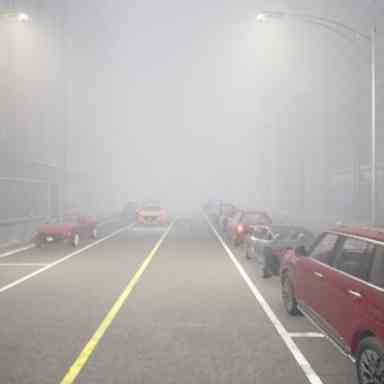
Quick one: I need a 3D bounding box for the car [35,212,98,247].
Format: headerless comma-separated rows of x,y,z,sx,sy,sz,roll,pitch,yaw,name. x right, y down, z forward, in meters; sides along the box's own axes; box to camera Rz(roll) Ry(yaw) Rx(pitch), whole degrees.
-5.808,1.698,15.817,1.887,1.381,4.507,0,-1,0,car

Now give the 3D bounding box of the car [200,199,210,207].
2.571,2.148,66.437,1.752,1.417,4.829,0,-1,0,car

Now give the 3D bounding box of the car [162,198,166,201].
-5.921,2.066,55.031,1.887,1.381,4.507,0,-1,0,car

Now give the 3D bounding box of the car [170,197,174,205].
-5.986,2.173,77.439,1.967,1.590,4.097,0,-1,0,car

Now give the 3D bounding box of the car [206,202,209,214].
2.669,1.886,32.657,1.802,1.307,4.206,0,-1,0,car

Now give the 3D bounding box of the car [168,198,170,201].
-5.953,2.151,66.064,1.752,1.417,4.829,0,-1,0,car

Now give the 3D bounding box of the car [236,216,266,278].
2.734,1.660,10.252,1.947,1.339,4.313,0,-1,0,car

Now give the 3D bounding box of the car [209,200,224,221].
2.685,1.692,27.057,1.967,1.590,4.097,0,-1,0,car

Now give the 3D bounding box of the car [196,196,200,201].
2.524,2.324,83.071,1.887,1.381,4.507,0,-1,0,car

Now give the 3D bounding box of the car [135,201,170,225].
-3.074,1.732,26.790,1.882,1.535,5.008,0,-1,0,car

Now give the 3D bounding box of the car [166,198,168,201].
-5.937,2.119,60.632,1.887,1.381,4.507,0,-1,0,car

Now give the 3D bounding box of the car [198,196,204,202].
2.588,2.008,60.666,1.967,1.590,4.097,0,-1,0,car

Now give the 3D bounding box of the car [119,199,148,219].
-5.857,1.751,32.624,1.967,1.590,4.097,0,-1,0,car

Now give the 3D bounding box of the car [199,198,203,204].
2.604,2.060,55.064,1.887,1.381,4.507,0,-1,0,car

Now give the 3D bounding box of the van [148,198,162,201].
-5.906,1.810,49.431,1.690,1.788,3.998,0,-1,0,van

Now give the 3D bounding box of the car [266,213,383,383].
2.749,1.357,4.652,2.192,1.841,5.009,0,-1,0,car

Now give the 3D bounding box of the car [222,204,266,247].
2.717,1.587,15.854,1.967,1.590,4.097,0,-1,0,car

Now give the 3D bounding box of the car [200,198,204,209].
2.620,2.007,49.462,1.887,1.381,4.507,0,-1,0,car

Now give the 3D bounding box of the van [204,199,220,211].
2.652,1.698,38.261,1.690,1.788,3.998,0,-1,0,van

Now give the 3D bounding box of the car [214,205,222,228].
2.701,1.765,21.454,1.947,1.339,4.313,0,-1,0,car
